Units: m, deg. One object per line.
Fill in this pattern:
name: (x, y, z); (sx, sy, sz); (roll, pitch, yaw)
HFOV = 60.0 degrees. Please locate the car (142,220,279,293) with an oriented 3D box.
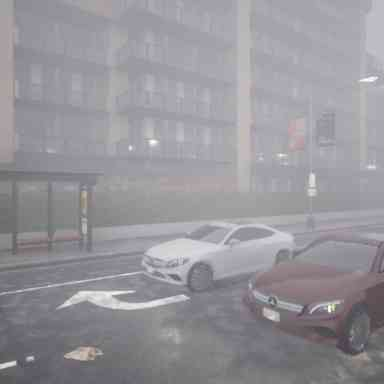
car: (0.933, 1.525, 8.996); (4.674, 1.442, 1.812); (0, 0, -36)

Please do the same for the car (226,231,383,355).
car: (3.040, 1.525, 6.201); (4.674, 1.442, 1.812); (0, 0, -36)
